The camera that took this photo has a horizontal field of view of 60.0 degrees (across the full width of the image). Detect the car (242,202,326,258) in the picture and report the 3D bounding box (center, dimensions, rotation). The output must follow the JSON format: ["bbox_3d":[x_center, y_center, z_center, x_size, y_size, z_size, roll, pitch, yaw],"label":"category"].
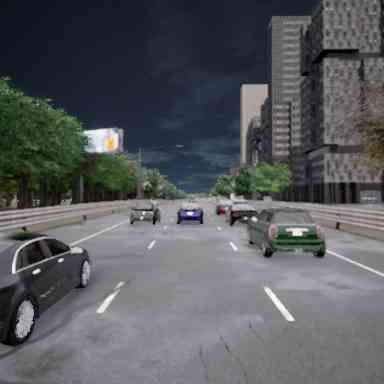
[{"bbox_3d":[3.505,1.397,13.192,2.097,1.767,4.553,0,0,0],"label":"car"}]

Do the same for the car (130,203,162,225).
[{"bbox_3d":[-3.388,1.581,24.886,2.128,1.511,4.902,0,0,0],"label":"car"}]

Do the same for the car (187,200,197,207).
[{"bbox_3d":[0.079,2.496,75.015,2.128,1.511,4.902,0,-1,0],"label":"car"}]

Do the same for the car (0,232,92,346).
[{"bbox_3d":[-3.398,1.527,6.360,1.837,1.490,4.892,0,0,0],"label":"car"}]

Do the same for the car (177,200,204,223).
[{"bbox_3d":[-0.103,1.601,26.296,2.163,1.488,4.792,0,0,1],"label":"car"}]

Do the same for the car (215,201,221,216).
[{"bbox_3d":[3.525,1.675,35.248,2.163,1.488,4.792,0,-1,0],"label":"car"}]

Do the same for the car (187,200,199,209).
[{"bbox_3d":[0.117,2.069,57.214,1.812,1.442,4.674,0,-1,-1],"label":"car"}]

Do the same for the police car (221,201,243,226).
[{"bbox_3d":[3.510,1.511,24.329,1.930,1.638,5.238,0,0,0],"label":"police car"}]
